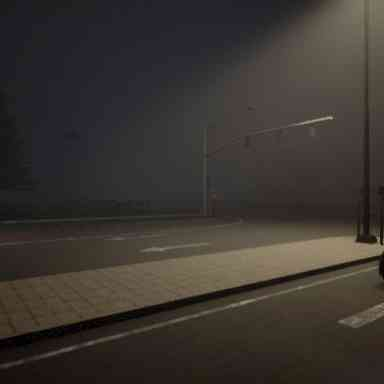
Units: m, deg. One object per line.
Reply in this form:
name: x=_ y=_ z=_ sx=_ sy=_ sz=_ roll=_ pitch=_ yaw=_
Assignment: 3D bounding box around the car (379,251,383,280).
car: x=6.620 y=1.578 z=8.485 sx=4.181 sy=1.385 sz=1.994 roll=0 pitch=0 yaw=-35
